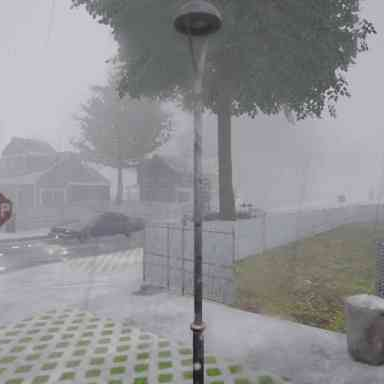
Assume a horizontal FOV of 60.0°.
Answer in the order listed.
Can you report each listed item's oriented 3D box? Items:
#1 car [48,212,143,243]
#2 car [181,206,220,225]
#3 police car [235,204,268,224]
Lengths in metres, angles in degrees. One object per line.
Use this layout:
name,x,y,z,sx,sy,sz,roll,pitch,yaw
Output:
car,-4.943,1.792,18.146,2.033,1.411,5.357,0,0,36
car,1.056,1.859,26.376,1.812,1.442,4.674,0,0,36
police car,4.342,1.783,26.066,1.930,1.638,5.238,0,0,36
